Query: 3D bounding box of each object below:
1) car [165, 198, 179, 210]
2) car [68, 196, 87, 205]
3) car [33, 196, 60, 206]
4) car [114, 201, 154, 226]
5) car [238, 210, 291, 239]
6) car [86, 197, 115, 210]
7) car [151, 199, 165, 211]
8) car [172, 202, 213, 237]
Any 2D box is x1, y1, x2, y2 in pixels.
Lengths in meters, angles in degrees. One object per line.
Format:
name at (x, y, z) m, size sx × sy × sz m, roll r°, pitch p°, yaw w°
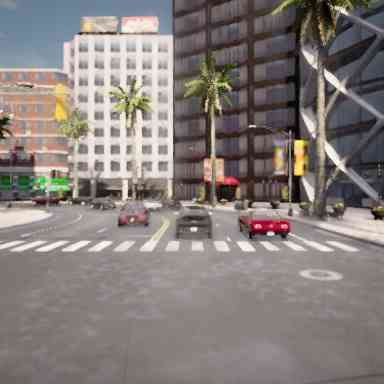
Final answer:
car at (-3.063, 1.540, 43.291) m, size 1.812 × 1.442 × 4.674 m, roll 0°, pitch 0°, yaw -31°
car at (-19.499, 1.525, 58.319) m, size 4.892 × 1.490 × 1.837 m, roll 0°, pitch 0°, yaw 25°
car at (-25.040, 1.497, 57.081) m, size 5.008 × 1.535 × 1.882 m, roll 0°, pitch 0°, yaw 22°
car at (-3.920, 1.572, 23.086) m, size 1.994 × 1.385 × 4.181 m, roll 0°, pitch 0°, yaw -4°
car at (3.581, 1.607, 17.408) m, size 1.895 × 1.301 × 4.718 m, roll 0°, pitch 0°, yaw 0°
car at (-11.431, 1.521, 42.822) m, size 1.837 × 1.490 × 4.892 m, roll 0°, pitch 0°, yaw -39°
car at (-5.556, 1.615, 40.918) m, size 1.895 × 1.301 × 4.718 m, roll 0°, pitch 0°, yaw -31°
car at (0.074, 1.511, 18.175) m, size 1.837 × 1.490 × 4.892 m, roll 0°, pitch 0°, yaw 0°
